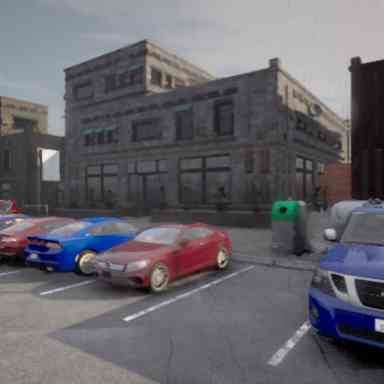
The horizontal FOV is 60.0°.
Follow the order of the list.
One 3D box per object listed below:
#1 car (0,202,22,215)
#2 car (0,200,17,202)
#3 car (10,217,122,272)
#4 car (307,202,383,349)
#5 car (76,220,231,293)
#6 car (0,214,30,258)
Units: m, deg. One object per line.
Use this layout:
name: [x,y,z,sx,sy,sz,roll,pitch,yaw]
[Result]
car: [-9.566,1.557,15.733,2.185,1.767,4.553,-1,-1,35]
car: [-11.811,1.465,17.337,2.435,2.045,5.566,-1,-1,35]
car: [-2.814,1.579,10.952,2.097,1.535,5.008,-1,0,35]
car: [3.906,1.232,6.134,2.435,2.045,5.566,-1,0,35]
car: [-0.564,1.586,9.358,2.002,1.452,4.674,-1,-1,35]
car: [-5.057,1.653,12.554,2.002,1.452,4.674,-1,-1,35]
